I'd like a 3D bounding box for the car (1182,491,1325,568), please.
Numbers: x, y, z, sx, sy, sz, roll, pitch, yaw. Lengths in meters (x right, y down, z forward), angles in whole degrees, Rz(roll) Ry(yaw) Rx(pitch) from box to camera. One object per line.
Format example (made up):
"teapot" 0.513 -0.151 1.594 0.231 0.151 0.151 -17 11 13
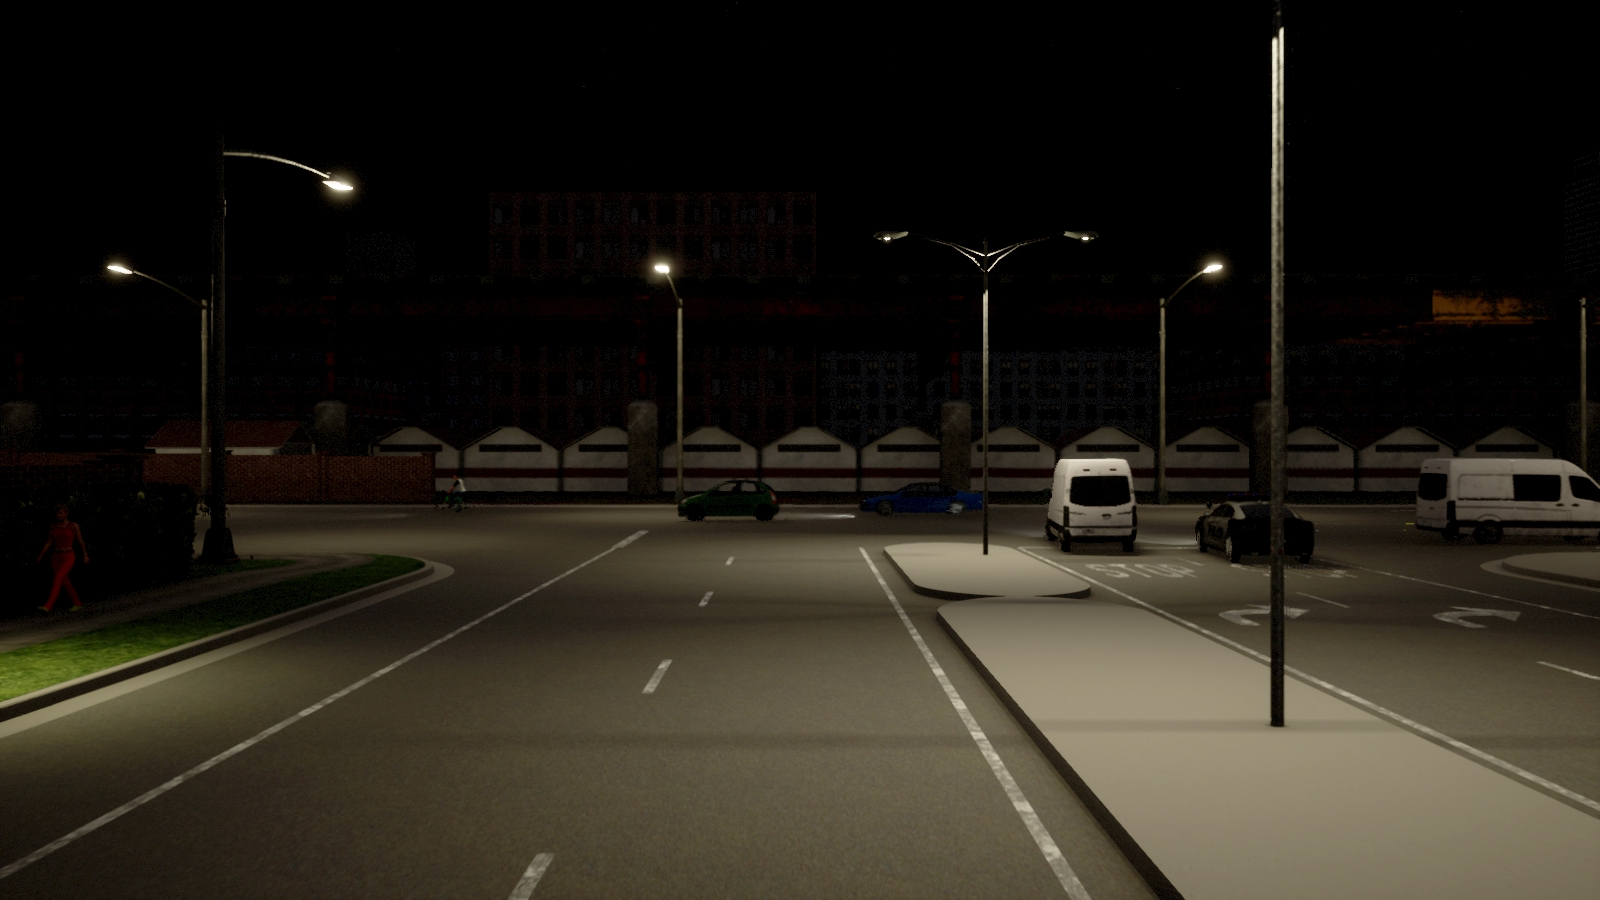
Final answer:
"car" 11.652 1.982 29.805 2.097 1.638 5.238 0 0 5

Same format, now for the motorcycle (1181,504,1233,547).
"motorcycle" 11.996 2.213 33.742 0.803 1.145 2.033 0 0 0

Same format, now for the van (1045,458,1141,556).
"van" 8.442 1.534 33.395 1.988 2.561 5.915 -1 0 8

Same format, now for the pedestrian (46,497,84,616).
"pedestrian" -11.730 1.695 18.238 0.375 1.860 0.375 0 0 0

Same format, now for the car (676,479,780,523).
"car" -2.789 1.998 44.954 3.988 1.617 1.851 0 0 0

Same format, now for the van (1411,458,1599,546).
"van" 21.886 1.534 34.373 5.915 2.561 1.988 0 0 0

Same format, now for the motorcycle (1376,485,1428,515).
"motorcycle" 26.305 2.182 49.948 1.805 1.236 0.856 0 0 -1
